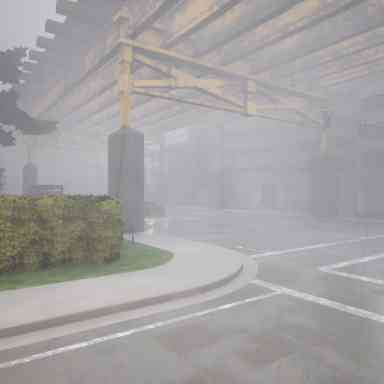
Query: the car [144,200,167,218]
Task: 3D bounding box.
[{"bbox_3d":[-4.165,1.494,30.867,1.837,1.490,4.892,0,0,-36],"label":"car"}]
